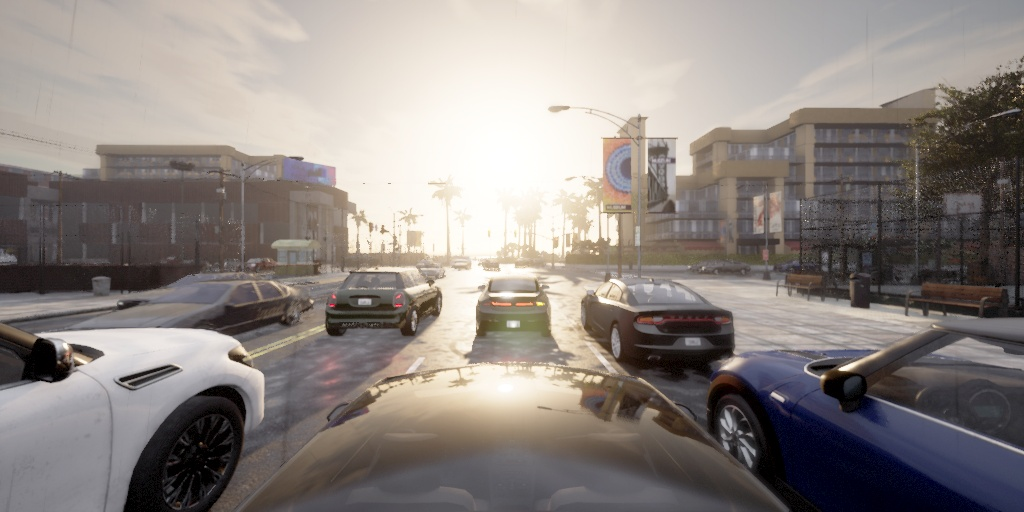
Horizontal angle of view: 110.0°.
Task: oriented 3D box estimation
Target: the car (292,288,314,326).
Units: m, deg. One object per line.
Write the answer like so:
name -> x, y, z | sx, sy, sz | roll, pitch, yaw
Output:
car -> -7.112, 1.295, 8.865 | 2.033, 1.411, 5.357 | 0, 0, 0

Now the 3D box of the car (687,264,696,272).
car -> 23.410, 1.228, 42.508 | 4.902, 1.511, 2.128 | 0, 0, -1

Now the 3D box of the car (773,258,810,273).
car -> 33.782, 1.088, 42.600 | 4.553, 1.767, 2.097 | 0, 0, 0

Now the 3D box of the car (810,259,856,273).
car -> 35.849, 1.264, 39.116 | 4.674, 1.442, 1.812 | 0, 0, -1

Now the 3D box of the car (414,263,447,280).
car -> -7.149, 1.340, 31.884 | 1.895, 1.301, 4.718 | 0, 0, 0

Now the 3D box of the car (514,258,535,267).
car -> 1.946, 1.220, 64.172 | 2.128, 1.511, 4.902 | 0, 0, 18

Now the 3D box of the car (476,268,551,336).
car -> 0.046, 1.252, 10.320 | 1.837, 1.490, 4.892 | 0, 0, 0

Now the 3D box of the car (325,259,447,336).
car -> -3.453, 1.099, 10.561 | 2.097, 1.767, 4.553 | 0, 0, 0

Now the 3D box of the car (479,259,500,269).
car -> -3.041, 1.224, 52.150 | 2.128, 1.511, 4.902 | 0, 0, -14

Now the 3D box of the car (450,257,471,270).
car -> -7.043, 1.280, 51.266 | 2.033, 1.411, 5.357 | 0, 0, 1

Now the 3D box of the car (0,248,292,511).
car -> -3.400, 0.972, 0.973 | 2.150, 2.045, 5.566 | 0, 0, 0

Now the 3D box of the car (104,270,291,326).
car -> -10.619, 1.293, 12.893 | 2.033, 1.411, 5.357 | 0, 0, 0

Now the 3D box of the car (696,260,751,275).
car -> 23.258, 1.229, 39.006 | 4.902, 1.511, 2.128 | 0, 0, -1
